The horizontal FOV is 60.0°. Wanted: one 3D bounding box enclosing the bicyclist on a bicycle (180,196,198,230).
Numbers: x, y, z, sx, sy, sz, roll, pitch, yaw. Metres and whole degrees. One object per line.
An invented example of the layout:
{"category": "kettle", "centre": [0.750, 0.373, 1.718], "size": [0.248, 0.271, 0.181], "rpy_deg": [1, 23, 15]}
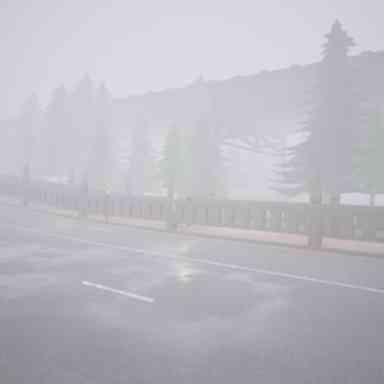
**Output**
{"category": "bicyclist on a bicycle", "centre": [-0.105, 1.027, 16.118], "size": [0.582, 1.620, 1.656], "rpy_deg": [-1, -3, 33]}
